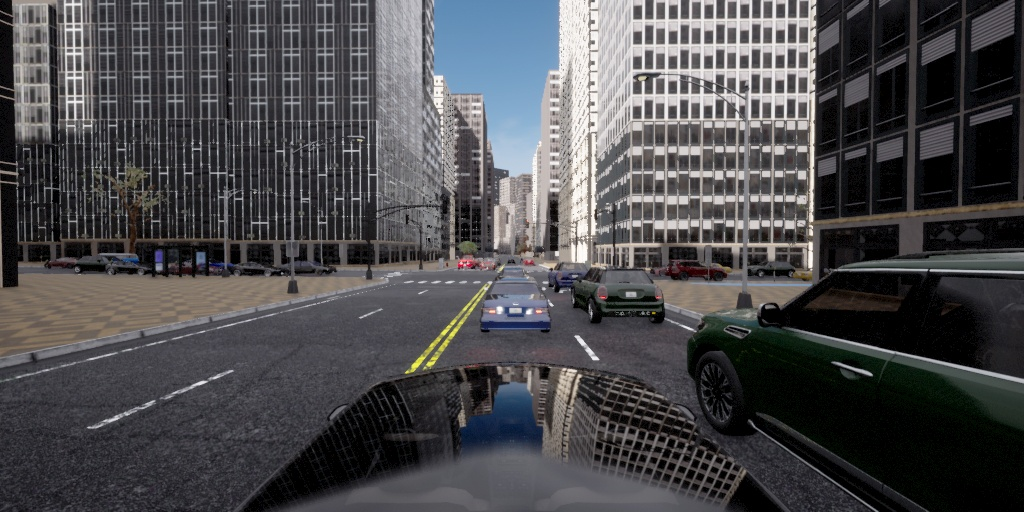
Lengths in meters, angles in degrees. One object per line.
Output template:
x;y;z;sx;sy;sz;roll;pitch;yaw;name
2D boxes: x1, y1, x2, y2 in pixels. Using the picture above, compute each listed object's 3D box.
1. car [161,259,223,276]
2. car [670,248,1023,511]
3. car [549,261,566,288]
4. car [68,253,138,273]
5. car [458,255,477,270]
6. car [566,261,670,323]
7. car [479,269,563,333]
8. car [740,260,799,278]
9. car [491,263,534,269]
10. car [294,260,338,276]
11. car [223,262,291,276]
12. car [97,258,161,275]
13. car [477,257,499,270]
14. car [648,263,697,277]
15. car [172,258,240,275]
-28.459;1.136;32.302;4.207;1.307;1.802;0;0;1;car
3.346;0.971;2.323;2.150;2.045;5.566;0;0;0;car
3.322;1.091;21.034;2.097;1.767;4.553;0;0;0;car
-39.848;0.759;35.214;4.553;1.767;2.097;1;1;1;car
-6.662;0.933;53.315;2.150;2.045;5.566;0;0;0;car
3.335;1.097;12.169;2.097;1.767;4.553;0;0;0;car
0.089;1.293;10.726;2.033;1.411;5.357;0;0;0;car
26.696;1.303;37.310;4.553;1.767;2.097;1;1;1;car
0.073;1.304;19.969;1.994;1.385;4.181;0;0;0;car
-19.957;1.135;34.831;5.357;1.411;2.033;1;1;1;car
-22.775;1.172;32.176;4.313;1.339;1.948;0;0;1;car
-34.140;1.068;32.467;4.313;1.339;1.948;0;0;1;car
-3.384;1.066;51.167;2.097;1.767;4.553;0;0;-1;car
16.662;1.427;37.458;4.181;1.385;1.994;1;1;2;car
-29.817;0.976;35.018;5.008;1.535;1.882;1;1;1;car
